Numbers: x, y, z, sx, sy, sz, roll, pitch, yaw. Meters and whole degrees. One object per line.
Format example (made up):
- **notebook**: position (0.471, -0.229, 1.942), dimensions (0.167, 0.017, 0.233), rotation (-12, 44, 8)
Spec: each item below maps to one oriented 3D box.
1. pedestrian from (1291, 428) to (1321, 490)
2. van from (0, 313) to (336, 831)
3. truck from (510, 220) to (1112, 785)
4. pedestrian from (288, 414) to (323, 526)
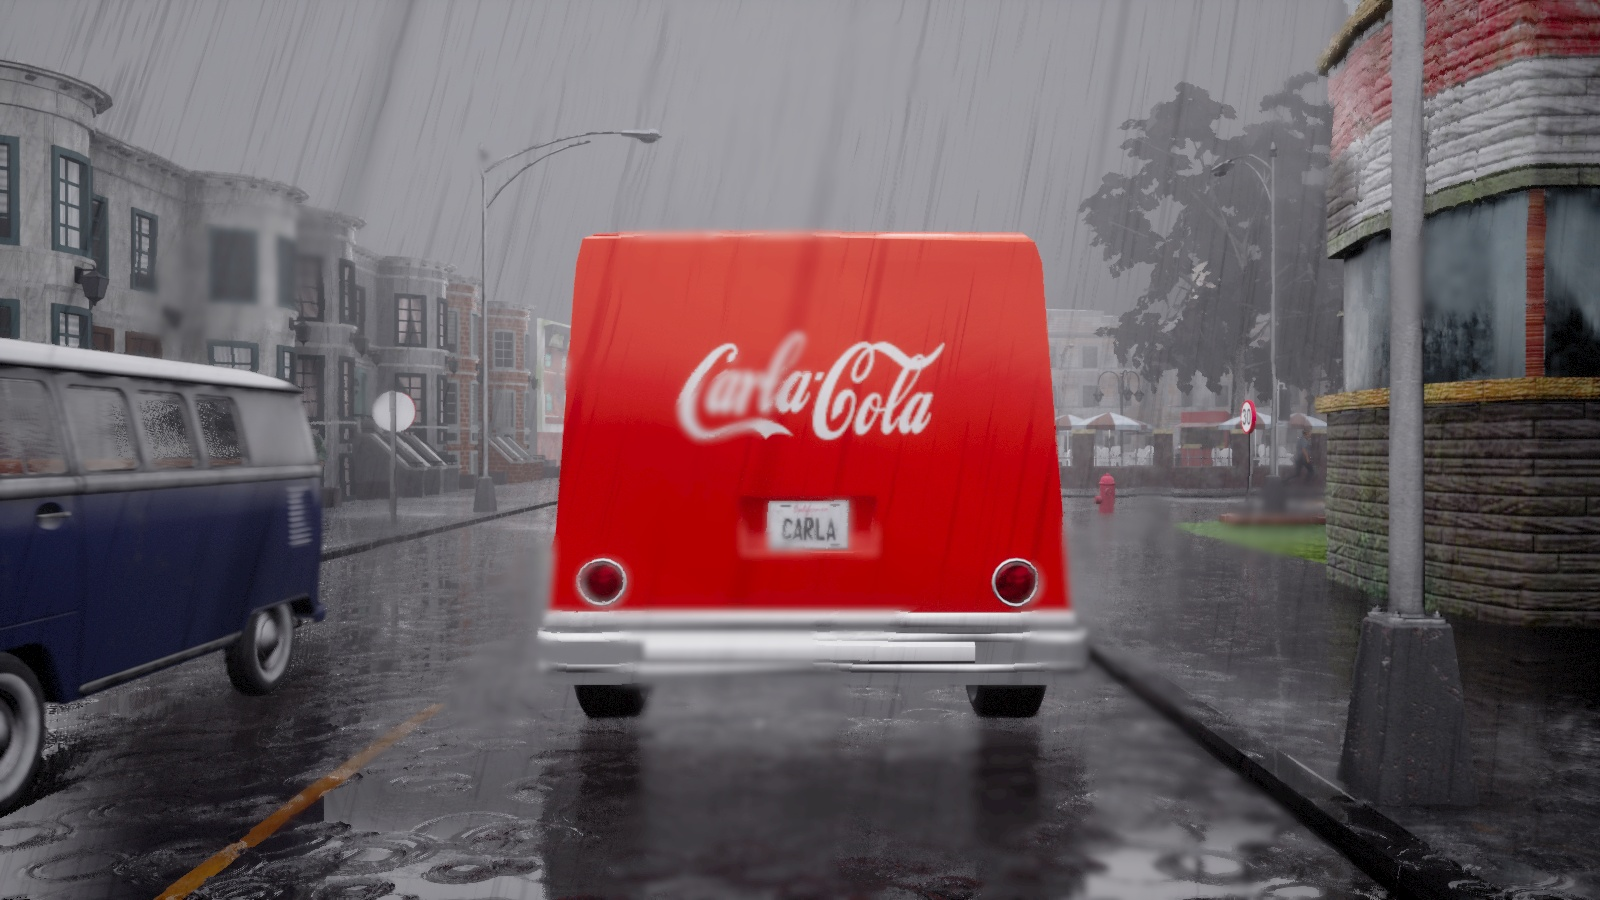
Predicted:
- **pedestrian**: position (15.078, 0.257, 37.442), dimensions (0.694, 1.848, 0.540), rotation (0, 0, 2)
- **van**: position (-3.951, 0.462, 6.039), dimensions (1.775, 1.987, 4.442), rotation (0, 0, 0)
- **truck**: position (0.060, 0.214, 8.087), dimensions (2.627, 2.467, 5.204), rotation (0, 0, 0)
- **pedestrian**: position (-8.306, 0.330, 21.096), dimensions (0.353, 1.847, 0.614), rotation (0, 0, 0)
